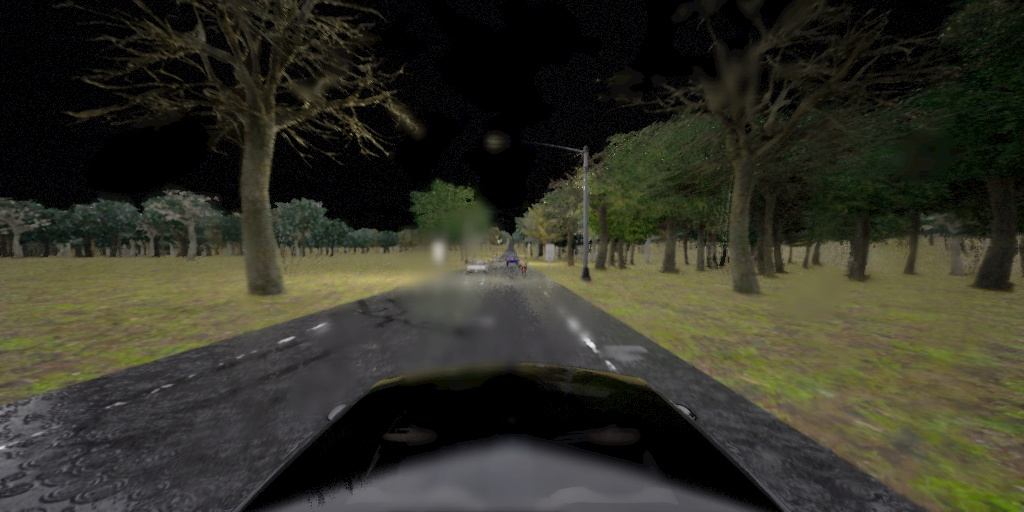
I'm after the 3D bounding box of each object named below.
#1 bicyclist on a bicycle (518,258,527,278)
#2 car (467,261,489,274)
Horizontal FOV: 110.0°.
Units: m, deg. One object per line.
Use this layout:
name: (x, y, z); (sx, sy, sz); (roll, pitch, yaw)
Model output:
bicyclist on a bicycle: (0.975, 1.064, 29.015); (0.582, 1.620, 1.656); (0, 0, 0)
car: (-3.544, 1.179, 37.608); (1.895, 1.301, 4.718); (0, 0, 1)
